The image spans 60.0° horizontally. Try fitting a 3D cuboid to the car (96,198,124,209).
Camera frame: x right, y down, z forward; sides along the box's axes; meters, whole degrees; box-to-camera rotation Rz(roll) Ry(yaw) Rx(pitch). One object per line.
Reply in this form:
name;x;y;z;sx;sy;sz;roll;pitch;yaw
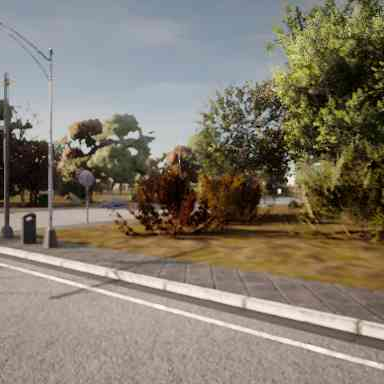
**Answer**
car;-10.064;1.437;42.227;1.994;1.385;4.181;0;0;32
